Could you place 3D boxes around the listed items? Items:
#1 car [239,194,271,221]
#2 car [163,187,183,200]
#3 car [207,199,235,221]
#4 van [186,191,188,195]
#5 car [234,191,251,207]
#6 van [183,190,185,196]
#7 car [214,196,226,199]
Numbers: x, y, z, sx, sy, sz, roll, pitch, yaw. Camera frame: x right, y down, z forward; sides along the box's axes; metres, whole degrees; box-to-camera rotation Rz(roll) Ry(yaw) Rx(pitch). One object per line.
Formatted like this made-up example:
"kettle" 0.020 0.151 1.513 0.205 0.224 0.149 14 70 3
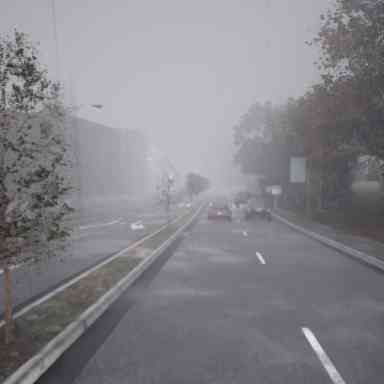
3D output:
"car" 5.560 1.425 28.979 2.097 1.767 4.553 1 2 5
"car" -3.512 0.445 57.060 2.435 2.045 5.566 1 2 5
"car" 2.344 1.604 28.351 1.994 1.385 4.181 1 1 5
"van" -2.528 0.184 68.018 1.878 1.987 4.442 1 2 5
"car" 6.881 0.903 44.660 2.150 2.045 5.566 1 2 5
"van" -3.025 0.330 62.495 1.878 1.987 4.442 1 2 5
"car" 3.658 1.203 43.982 2.033 1.411 5.357 1 2 5
